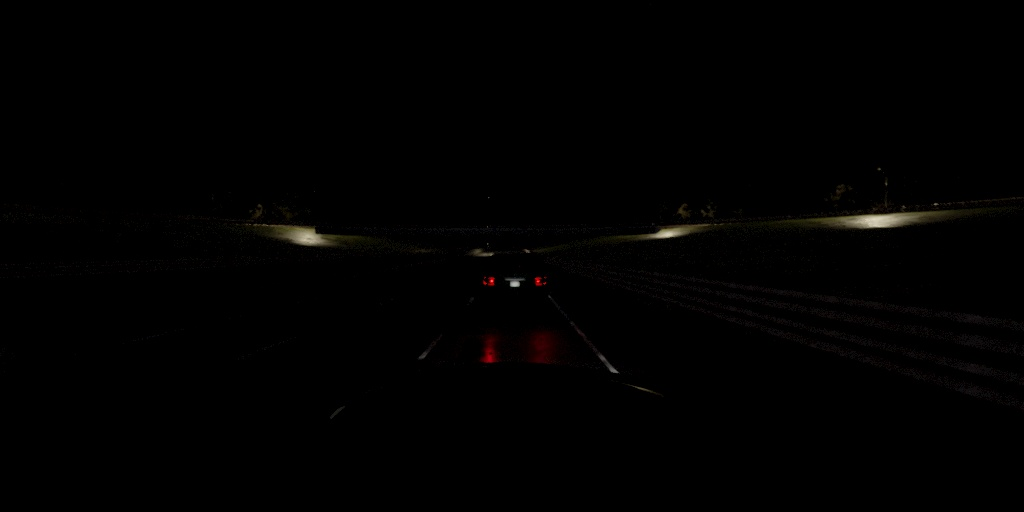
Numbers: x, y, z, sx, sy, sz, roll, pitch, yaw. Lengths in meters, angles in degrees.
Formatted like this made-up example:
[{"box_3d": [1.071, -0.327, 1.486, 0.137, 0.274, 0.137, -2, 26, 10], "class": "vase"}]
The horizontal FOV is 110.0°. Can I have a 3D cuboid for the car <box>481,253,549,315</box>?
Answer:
[{"box_3d": [0.105, 0.900, 13.322, 2.150, 2.045, 5.566, 0, 1, 0], "class": "car"}]
